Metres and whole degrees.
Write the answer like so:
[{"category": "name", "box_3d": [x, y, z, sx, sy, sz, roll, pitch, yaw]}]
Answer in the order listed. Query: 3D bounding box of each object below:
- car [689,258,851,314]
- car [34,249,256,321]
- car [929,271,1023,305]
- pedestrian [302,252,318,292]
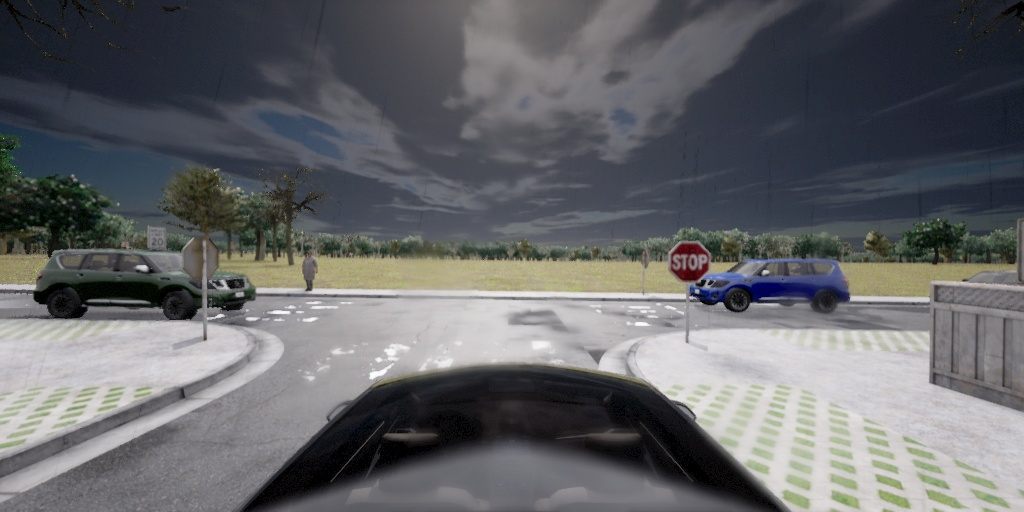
[{"category": "car", "box_3d": [10.181, 1.111, 14.368, 5.566, 2.045, 2.150, 1, 0, 0]}, {"category": "car", "box_3d": [-11.285, 0.821, 11.262, 5.566, 2.045, 2.150, 1, 0, 1]}, {"category": "car", "box_3d": [19.889, 1.379, 14.418, 4.553, 1.767, 2.097, 1, 0, 0]}, {"category": "pedestrian", "box_3d": [-9.692, 0.733, 17.160, 0.375, 1.860, 0.375, 0, -1, 0]}]
